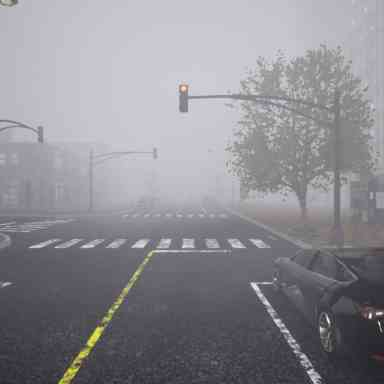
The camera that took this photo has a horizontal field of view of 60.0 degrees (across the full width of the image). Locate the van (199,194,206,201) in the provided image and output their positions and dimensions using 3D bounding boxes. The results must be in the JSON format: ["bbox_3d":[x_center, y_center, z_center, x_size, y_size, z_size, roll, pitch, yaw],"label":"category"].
[{"bbox_3d":[2.621,1.349,82.664,1.690,1.788,3.998,0,0,0],"label":"van"}]

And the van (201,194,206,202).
[{"bbox_3d":[2.650,1.345,49.359,1.690,1.788,3.998,0,0,0],"label":"van"}]

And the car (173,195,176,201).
[{"bbox_3d":[-5.761,1.559,82.654,2.008,1.369,4.403,0,0,0],"label":"car"}]

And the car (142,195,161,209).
[{"bbox_3d":[-5.725,1.318,43.797,2.192,1.841,5.009,0,0,0],"label":"car"}]

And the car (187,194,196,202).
[{"bbox_3d":[-0.070,1.363,79.465,2.097,1.767,4.553,0,0,0],"label":"car"}]

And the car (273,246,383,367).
[{"bbox_3d":[2.689,1.566,5.778,1.947,1.339,4.313,0,0,0],"label":"car"}]

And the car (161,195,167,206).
[{"bbox_3d":[-5.736,1.555,54.899,2.008,1.369,4.403,0,0,0],"label":"car"}]

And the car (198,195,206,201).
[{"bbox_3d":[2.614,1.535,88.385,1.752,1.417,4.829,0,0,0],"label":"car"}]

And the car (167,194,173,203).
[{"bbox_3d":[-5.751,1.532,71.382,1.752,1.417,4.829,0,0,0],"label":"car"}]

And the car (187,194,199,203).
[{"bbox_3d":[0.030,1.570,69.546,1.994,1.385,4.181,0,0,1],"label":"car"}]

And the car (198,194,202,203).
[{"bbox_3d":[2.639,1.556,60.460,2.008,1.369,4.403,0,0,0],"label":"car"}]

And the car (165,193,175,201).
[{"bbox_3d":[-5.766,1.324,88.205,2.192,1.841,5.009,0,0,0],"label":"car"}]

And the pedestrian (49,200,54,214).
[{"bbox_3d":[-12.776,1.319,30.243,0.375,1.300,0.375,0,-1,-1],"label":"pedestrian"}]

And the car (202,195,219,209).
[{"bbox_3d":[2.654,1.529,43.977,1.752,1.417,4.829,0,0,0],"label":"car"}]

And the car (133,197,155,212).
[{"bbox_3d":[-5.721,1.585,38.246,1.802,1.307,4.206,0,0,0],"label":"car"}]
